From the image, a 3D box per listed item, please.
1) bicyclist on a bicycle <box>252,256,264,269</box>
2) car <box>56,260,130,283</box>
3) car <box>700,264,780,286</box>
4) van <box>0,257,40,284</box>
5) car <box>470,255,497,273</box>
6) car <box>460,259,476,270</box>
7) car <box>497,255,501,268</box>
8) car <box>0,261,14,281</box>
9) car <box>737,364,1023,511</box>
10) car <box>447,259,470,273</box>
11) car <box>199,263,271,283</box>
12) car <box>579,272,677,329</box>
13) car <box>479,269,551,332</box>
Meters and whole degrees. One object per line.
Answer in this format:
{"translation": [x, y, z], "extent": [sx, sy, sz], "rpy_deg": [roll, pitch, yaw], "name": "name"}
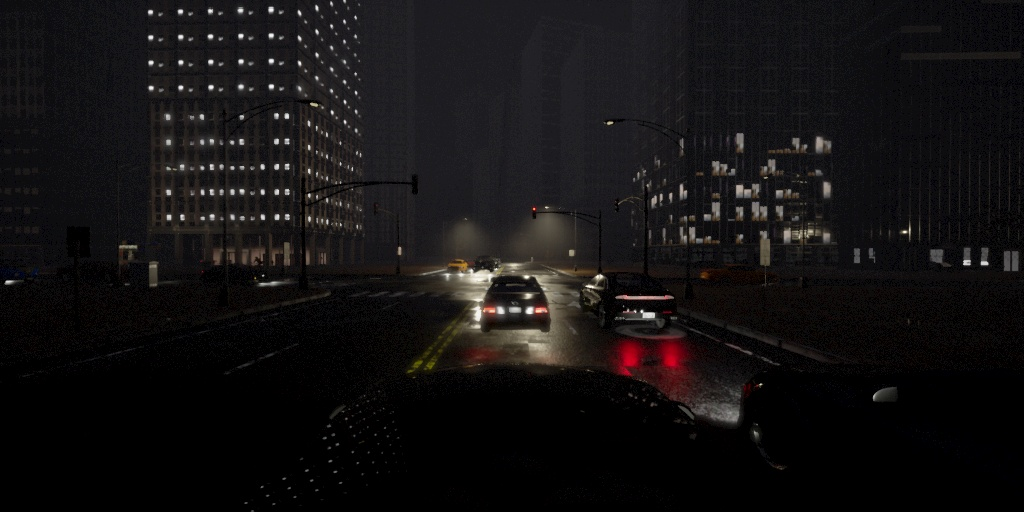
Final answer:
{"translation": [-24.675, 0.867, 34.798], "extent": [0.582, 1.620, 1.656], "rpy_deg": [0, 1, 1], "name": "bicyclist on a bicycle"}
{"translation": [-30.059, 1.093, 26.201], "extent": [5.008, 1.535, 1.882], "rpy_deg": [0, 0, 2], "name": "car"}
{"translation": [16.007, 1.307, 25.294], "extent": [5.008, 1.535, 1.882], "rpy_deg": [0, 1, 2], "name": "car"}
{"translation": [-33.915, 0.959, 23.716], "extent": [3.998, 1.789, 1.690], "rpy_deg": [0, 0, 1], "name": "van"}
{"translation": [-3.312, 0.938, 42.983], "extent": [2.150, 2.045, 5.566], "rpy_deg": [0, 0, 0], "name": "car"}
{"translation": [-6.548, 1.221, 53.516], "extent": [1.812, 1.442, 4.674], "rpy_deg": [0, 0, 0], "name": "car"}
{"translation": [-3.294, 1.039, 57.505], "extent": [2.097, 1.767, 4.553], "rpy_deg": [0, 0, 0], "name": "car"}
{"translation": [-40.301, 1.092, 26.484], "extent": [4.674, 1.442, 1.812], "rpy_deg": [0, 0, 2], "name": "car"}
{"translation": [3.354, 1.314, 2.032], "extent": [1.994, 1.385, 4.181], "rpy_deg": [0, 0, 0], "name": "car"}
{"translation": [-6.561, 1.193, 43.306], "extent": [1.882, 1.535, 5.008], "rpy_deg": [0, 0, 0], "name": "car"}
{"translation": [-19.967, 1.227, 25.940], "extent": [4.181, 1.385, 1.994], "rpy_deg": [0, 0, 1], "name": "car"}
{"translation": [3.354, 1.238, 11.188], "extent": [2.128, 1.511, 4.902], "rpy_deg": [0, 0, 0], "name": "car"}
{"translation": [0.107, 1.294, 10.774], "extent": [2.033, 1.411, 5.357], "rpy_deg": [0, 0, 1], "name": "car"}
